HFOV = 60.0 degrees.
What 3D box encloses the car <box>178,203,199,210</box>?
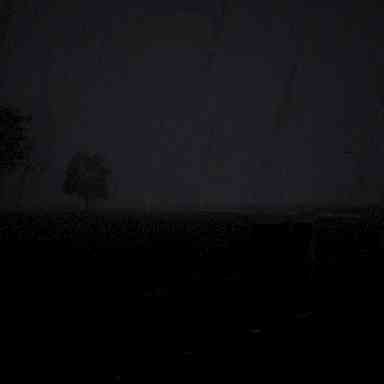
[{"bbox_3d":[-0.700,2.705,62.836,1.895,1.301,4.718,-1,-1,-35],"label":"car"}]
